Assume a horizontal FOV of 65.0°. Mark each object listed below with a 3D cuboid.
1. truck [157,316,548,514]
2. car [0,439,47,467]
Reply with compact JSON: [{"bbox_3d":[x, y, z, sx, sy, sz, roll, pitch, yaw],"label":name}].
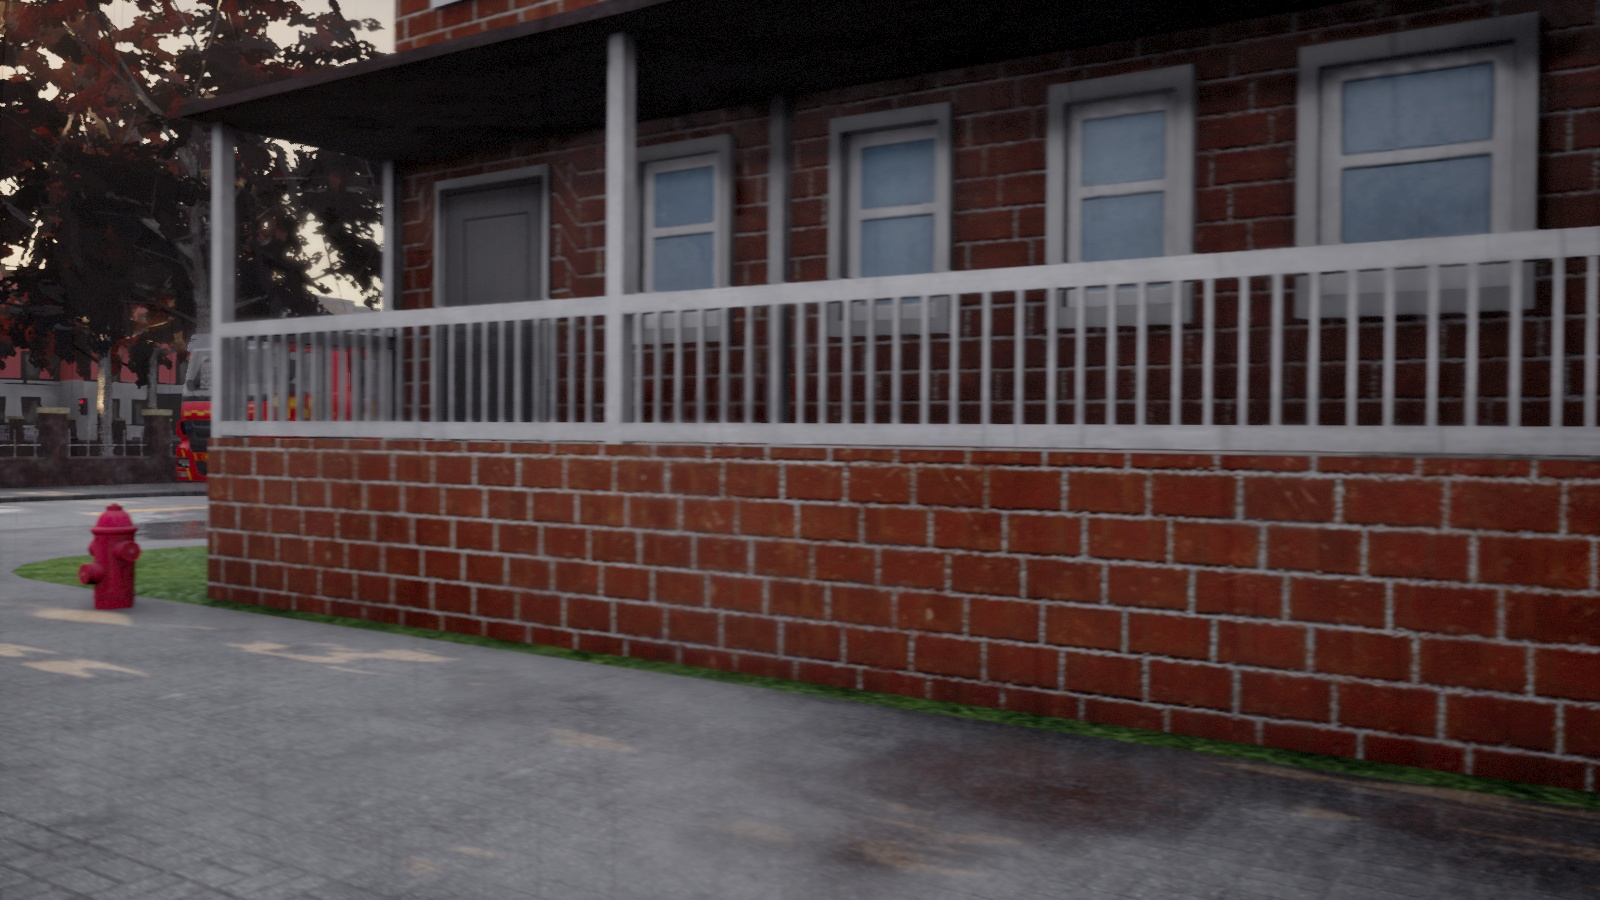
[{"bbox_3d":[-9.757,-0.736,28.654,2.891,3.827,8.468,0,1,30],"label":"truck"},{"bbox_3d":[-43.009,0.165,67.520,1.970,1.475,3.806,0,1,34],"label":"car"}]
